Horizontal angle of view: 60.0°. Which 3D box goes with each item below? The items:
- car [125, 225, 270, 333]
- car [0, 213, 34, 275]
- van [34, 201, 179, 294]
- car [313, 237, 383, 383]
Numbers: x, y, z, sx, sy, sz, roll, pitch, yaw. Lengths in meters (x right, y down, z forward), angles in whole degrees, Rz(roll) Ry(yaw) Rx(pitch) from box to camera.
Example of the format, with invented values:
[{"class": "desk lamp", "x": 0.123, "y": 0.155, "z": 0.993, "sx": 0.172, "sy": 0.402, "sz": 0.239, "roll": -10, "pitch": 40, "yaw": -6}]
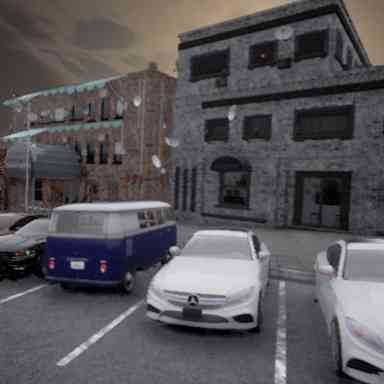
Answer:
[{"class": "car", "x": 0.626, "y": 1.510, "z": 7.008, "sx": 2.002, "sy": 1.452, "sz": 4.674, "roll": 0, "pitch": -1, "yaw": 15}, {"class": "car", "x": -4.159, "y": 1.478, "z": 10.409, "sx": 2.097, "sy": 1.535, "sz": 5.008, "roll": 0, "pitch": -1, "yaw": 15}, {"class": "van", "x": -1.739, "y": 1.247, "z": 8.820, "sx": 1.878, "sy": 1.987, "sz": 4.442, "roll": 0, "pitch": -1, "yaw": 15}, {"class": "car", "x": 3.020, "y": 1.514, "z": 5.304, "sx": 2.002, "sy": 1.452, "sz": 4.674, "roll": 1, "pitch": -1, "yaw": 15}]
